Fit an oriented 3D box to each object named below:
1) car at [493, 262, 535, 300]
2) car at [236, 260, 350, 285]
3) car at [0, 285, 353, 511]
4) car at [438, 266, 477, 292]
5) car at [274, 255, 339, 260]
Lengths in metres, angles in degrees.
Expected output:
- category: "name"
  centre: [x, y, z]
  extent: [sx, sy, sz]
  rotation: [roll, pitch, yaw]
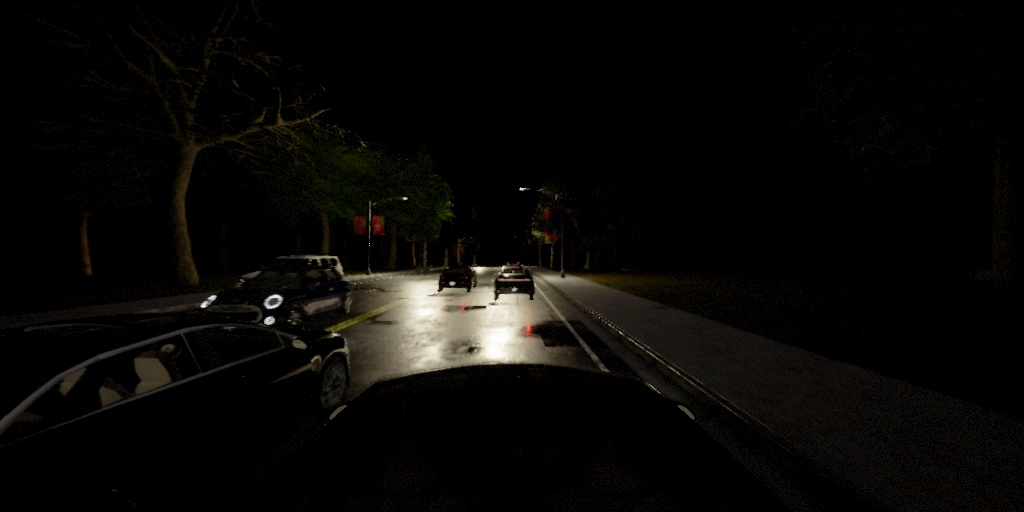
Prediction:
- category: "car"
  centre: [0.099, 1.252, 17.811]
  extent: [2.128, 1.511, 4.902]
  rotation: [0, 0, 0]
- category: "car"
  centre: [-6.594, 1.107, 10.607]
  extent: [2.097, 1.767, 4.553]
  rotation: [0, 0, 0]
- category: "car"
  centre: [-3.146, 1.242, 3.055]
  extent: [2.128, 1.511, 4.902]
  rotation: [0, 0, 0]
- category: "car"
  centre: [-3.151, 1.289, 21.202]
  extent: [1.812, 1.442, 4.674]
  rotation: [0, 0, 0]
- category: "car"
  centre: [-9.833, 0.978, 16.552]
  extent: [2.150, 2.045, 5.566]
  rotation: [0, 0, 0]
